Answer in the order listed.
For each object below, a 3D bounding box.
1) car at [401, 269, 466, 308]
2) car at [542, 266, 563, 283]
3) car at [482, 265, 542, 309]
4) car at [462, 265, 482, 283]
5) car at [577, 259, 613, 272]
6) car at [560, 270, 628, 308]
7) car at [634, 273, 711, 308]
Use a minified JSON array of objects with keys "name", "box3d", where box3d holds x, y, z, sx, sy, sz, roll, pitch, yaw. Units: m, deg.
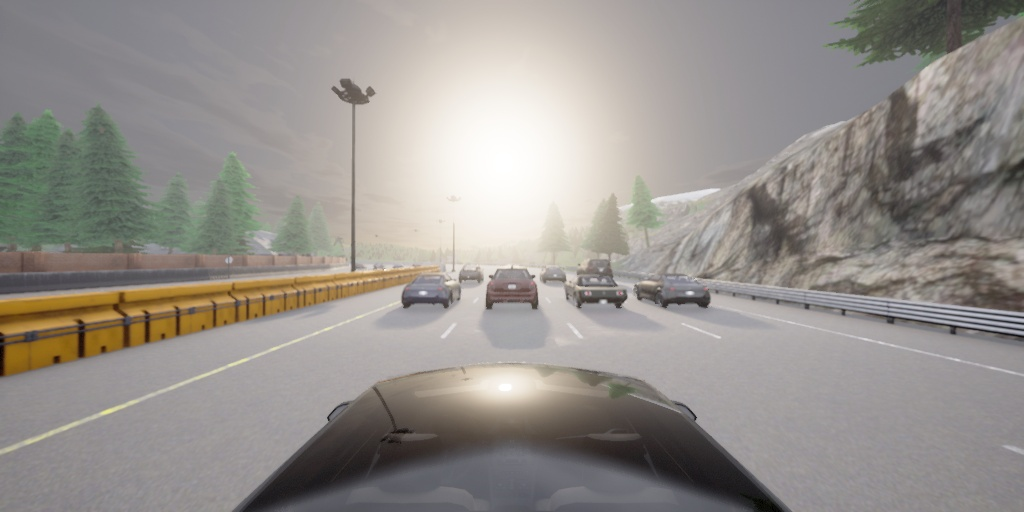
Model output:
[{"name":"car","box3d":[-3.493,1.448,16.145,1.994,1.385,4.181,0,0,0]},{"name":"car","box3d":[3.512,1.586,31.136,1.994,1.385,4.181,0,0,0]},{"name":"car","box3d":[0.005,1.231,15.918,2.097,1.767,4.553,0,-1,0]},{"name":"car","box3d":[-3.484,1.514,31.133,2.128,1.511,4.902,0,0,0]},{"name":"car","box3d":[7.017,1.235,30.839,2.150,2.045,5.566,0,0,0]},{"name":"car","box3d":[3.505,1.482,15.937,1.895,1.301,4.718,0,0,0]},{"name":"car","box3d":[7.007,1.447,16.103,1.994,1.385,4.181,0,0,0]}]
